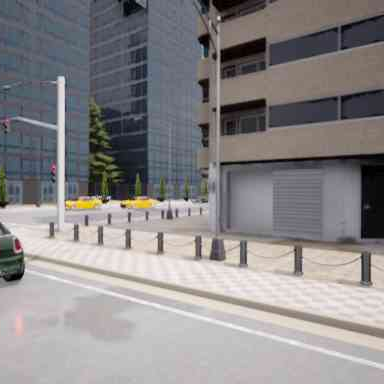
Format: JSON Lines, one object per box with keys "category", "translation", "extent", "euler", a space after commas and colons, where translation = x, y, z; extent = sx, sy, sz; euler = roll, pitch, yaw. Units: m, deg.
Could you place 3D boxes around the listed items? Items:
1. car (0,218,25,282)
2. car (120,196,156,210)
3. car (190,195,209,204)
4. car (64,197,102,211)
{"category": "car", "translation": [-6.278, 1.314, 8.463], "extent": [4.553, 1.767, 2.097], "euler": [0, 0, 36]}
{"category": "car", "translation": [-6.407, 1.313, 39.776], "extent": [1.882, 1.535, 5.008], "euler": [0, 0, 36]}
{"category": "car", "translation": [1.655, 1.315, 56.817], "extent": [2.128, 1.511, 4.902], "euler": [0, 0, 36]}
{"category": "car", "translation": [-12.471, 1.299, 37.367], "extent": [1.882, 1.535, 5.008], "euler": [0, 0, 36]}
